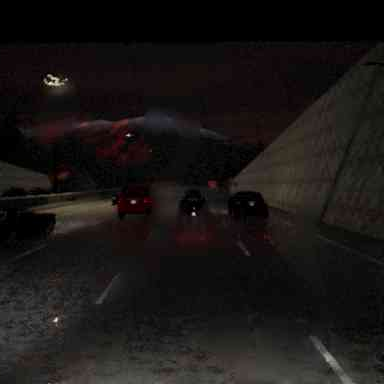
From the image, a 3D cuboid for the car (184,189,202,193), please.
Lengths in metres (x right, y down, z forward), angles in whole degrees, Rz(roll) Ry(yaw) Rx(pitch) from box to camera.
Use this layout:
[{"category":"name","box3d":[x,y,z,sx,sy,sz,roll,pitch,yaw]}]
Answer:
[{"category":"car","box3d":[0.129,0.350,40.205,1.837,1.490,4.892,0,2,0]}]

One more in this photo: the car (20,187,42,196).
[{"category":"car","box3d":[-24.462,0.021,52.634,2.128,1.511,4.902,0,2,0]}]

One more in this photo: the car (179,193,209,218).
[{"category":"car","box3d":[0.116,0.959,22.269,1.895,1.301,4.718,0,2,0]}]

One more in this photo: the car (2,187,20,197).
[{"category":"car","box3d":[-27.962,0.037,52.637,1.837,1.490,4.892,0,2,0]}]

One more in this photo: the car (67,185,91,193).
[{"category":"car","box3d":[-17.462,-0.006,52.625,2.128,1.511,4.902,0,2,0]}]

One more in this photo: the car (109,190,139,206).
[{"category":"car","box3d":[-6.875,0.560,34.337,2.033,1.411,5.357,0,2,0]}]

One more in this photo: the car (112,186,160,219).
[{"category":"car","box3d":[-3.384,0.590,21.928,2.150,2.045,5.566,0,2,0]}]

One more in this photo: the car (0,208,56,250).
[{"category":"car","box3d":[-6.892,1.238,12.509,1.895,1.301,4.718,0,2,0]}]

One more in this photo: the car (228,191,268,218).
[{"category":"car","box3d":[3.616,0.711,22.226,2.097,1.767,4.553,0,2,0]}]

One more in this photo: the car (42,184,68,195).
[{"category":"car","box3d":[-20.962,-0.182,52.596,2.150,2.045,5.566,0,2,0]}]
